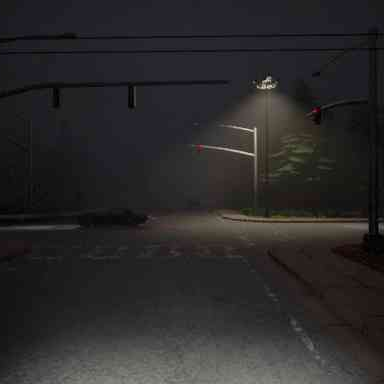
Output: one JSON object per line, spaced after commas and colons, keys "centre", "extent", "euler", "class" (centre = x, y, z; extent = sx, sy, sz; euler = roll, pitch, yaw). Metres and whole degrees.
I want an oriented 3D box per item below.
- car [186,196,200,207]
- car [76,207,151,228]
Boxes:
{"centre": [0.144, 1.484, 53.282], "extent": [2.097, 1.767, 4.553], "euler": [0, 0, 1], "class": "car"}
{"centre": [-5.252, 1.702, 22.356], "extent": [4.718, 1.301, 1.895], "euler": [0, 0, 1], "class": "car"}
